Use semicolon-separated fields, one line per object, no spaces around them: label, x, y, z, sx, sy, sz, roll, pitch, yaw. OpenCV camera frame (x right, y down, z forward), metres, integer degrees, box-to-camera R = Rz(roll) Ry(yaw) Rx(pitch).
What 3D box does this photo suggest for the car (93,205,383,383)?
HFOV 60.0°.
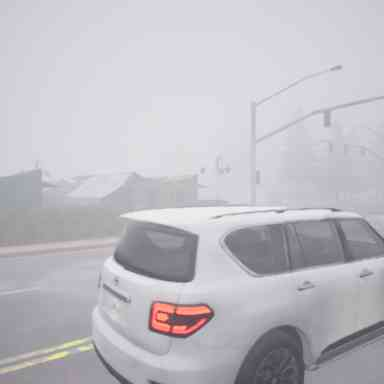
car;1.440;1.205;4.840;5.566;2.045;2.150;0;0;-35
